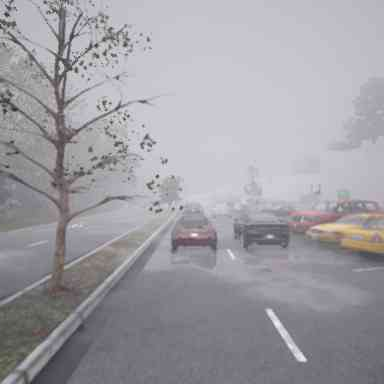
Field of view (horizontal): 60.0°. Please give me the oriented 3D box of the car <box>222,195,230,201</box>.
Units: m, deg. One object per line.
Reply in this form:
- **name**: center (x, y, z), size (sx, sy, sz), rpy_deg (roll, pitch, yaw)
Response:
- **car**: center (8.042, 1.822, 51.564), size (5.566, 2.045, 2.435), rpy_deg (1, 0, -20)

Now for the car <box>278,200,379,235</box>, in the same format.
- **car**: center (8.047, 1.457, 18.542), size (5.566, 2.045, 2.435), rpy_deg (1, -1, -20)

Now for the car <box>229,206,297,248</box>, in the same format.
- **car**: center (3.096, 1.659, 15.668), size (1.882, 1.535, 5.008), rpy_deg (0, -1, 0)

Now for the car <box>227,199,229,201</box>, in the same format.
- **car**: center (7.894, 2.036, 45.509), size (5.366, 1.575, 1.946), rpy_deg (1, 0, -20)

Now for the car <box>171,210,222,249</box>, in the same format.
- **car**: center (0.097, 1.743, 15.506), size (1.994, 1.385, 4.181), rpy_deg (0, -1, 0)

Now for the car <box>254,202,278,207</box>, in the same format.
- **car**: center (8.060, 1.843, 27.558), size (5.008, 1.535, 2.097), rpy_deg (1, -1, -20)

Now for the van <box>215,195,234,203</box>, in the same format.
- **van**: center (8.173, 1.834, 84.611), size (4.442, 1.987, 1.878), rpy_deg (1, 0, -20)

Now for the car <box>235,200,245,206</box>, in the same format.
- **car**: center (8.092, 2.023, 39.582), size (4.792, 1.488, 2.163), rpy_deg (1, -1, -20)

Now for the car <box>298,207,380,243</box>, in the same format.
- **car**: center (7.894, 1.660, 15.487), size (5.366, 1.575, 1.946), rpy_deg (1, -1, -20)

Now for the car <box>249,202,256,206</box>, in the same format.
- **car**: center (8.069, 1.926, 30.558), size (4.674, 1.452, 2.002), rpy_deg (1, -1, -20)

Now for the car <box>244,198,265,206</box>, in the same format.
- **car**: center (8.099, 1.800, 33.570), size (4.553, 1.767, 2.185), rpy_deg (1, -1, -20)

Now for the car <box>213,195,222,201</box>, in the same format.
- **car**: center (8.037, 2.096, 75.585), size (4.792, 1.488, 2.163), rpy_deg (1, 0, -20)

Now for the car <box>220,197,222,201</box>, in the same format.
- **car**: center (8.236, 2.079, 57.656), size (5.366, 1.575, 1.946), rpy_deg (1, 0, -20)

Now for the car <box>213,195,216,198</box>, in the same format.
- **car**: center (8.057, 2.104, 78.604), size (4.674, 1.452, 2.002), rpy_deg (1, 0, -20)

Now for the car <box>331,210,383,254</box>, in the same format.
- **car**: center (8.242, 1.628, 12.621), size (5.366, 1.575, 1.946), rpy_deg (1, -1, -20)

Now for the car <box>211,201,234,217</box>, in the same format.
- **car**: center (3.096, 1.991, 35.641), size (1.812, 1.442, 4.674), rpy_deg (0, -1, 0)

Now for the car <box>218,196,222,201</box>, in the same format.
- **car**: center (8.038, 2.107, 63.579), size (4.792, 1.488, 2.163), rpy_deg (1, 0, -20)

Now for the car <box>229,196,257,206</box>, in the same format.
- **car**: center (8.094, 1.770, 42.583), size (5.566, 2.045, 2.435), rpy_deg (1, -1, -20)

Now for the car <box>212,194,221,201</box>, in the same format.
- **car**: center (8.034, 1.935, 81.576), size (4.553, 1.767, 2.185), rpy_deg (1, 0, -20)

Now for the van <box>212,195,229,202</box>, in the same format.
- **van**: center (7.955, 1.823, 93.472), size (4.442, 1.987, 1.878), rpy_deg (1, 0, -20)

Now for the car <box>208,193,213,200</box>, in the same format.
- **car**: center (8.039, 1.802, 90.519), size (5.566, 2.045, 2.435), rpy_deg (1, 0, -20)

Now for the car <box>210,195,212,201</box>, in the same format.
- **car**: center (8.055, 2.057, 87.551), size (4.892, 1.521, 2.231), rpy_deg (1, 0, -20)

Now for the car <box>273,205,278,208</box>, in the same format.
- **car**: center (8.042, 1.781, 21.542), size (4.792, 1.488, 2.163), rpy_deg (1, -1, -20)

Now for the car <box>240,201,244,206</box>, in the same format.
- **car**: center (8.069, 2.005, 36.557), size (4.674, 1.452, 2.002), rpy_deg (1, 0, -20)

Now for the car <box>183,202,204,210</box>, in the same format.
- **car**: center (0.096, 1.792, 33.656), size (2.097, 1.767, 4.553), rpy_deg (0, -1, 0)
